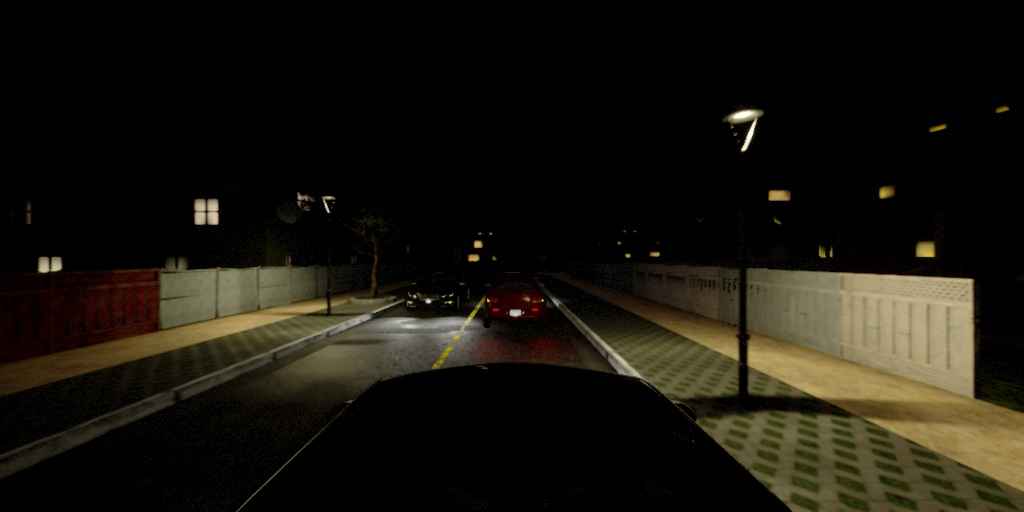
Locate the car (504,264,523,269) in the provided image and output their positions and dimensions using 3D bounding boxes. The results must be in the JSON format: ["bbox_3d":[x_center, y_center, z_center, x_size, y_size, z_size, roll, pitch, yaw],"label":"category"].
[{"bbox_3d":[0.103,1.386,28.547,1.837,1.490,4.892,0,0,0],"label":"car"}]

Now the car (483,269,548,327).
[{"bbox_3d":[0.095,1.317,11.616,1.812,1.442,4.674,0,0,0],"label":"car"}]

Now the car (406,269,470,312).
[{"bbox_3d":[-2.845,1.310,14.627,1.837,1.490,4.892,0,0,0],"label":"car"}]
